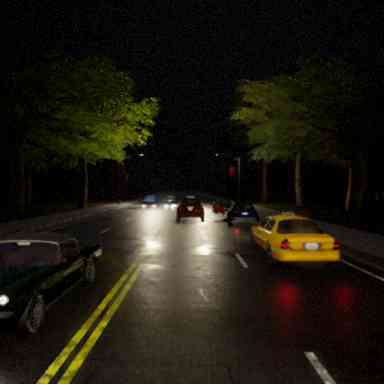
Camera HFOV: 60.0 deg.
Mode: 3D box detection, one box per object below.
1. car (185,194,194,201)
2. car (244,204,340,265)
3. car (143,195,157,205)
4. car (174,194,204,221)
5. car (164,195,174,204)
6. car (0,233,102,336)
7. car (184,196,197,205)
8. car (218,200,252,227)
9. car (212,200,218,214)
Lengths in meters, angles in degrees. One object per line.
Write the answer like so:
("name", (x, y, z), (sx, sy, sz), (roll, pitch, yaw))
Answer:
("car", (-0.575, 1.149, 73.928), (2.033, 1.411, 5.357), (0, 1, -1))
("car", (3.232, 1.432, 11.551), (1.801, 1.575, 5.366), (0, 0, 0))
("car", (-6.841, 1.260, 54.790), (1.882, 1.535, 5.008), (0, 0, 0))
("car", (-0.121, 1.279, 26.632), (2.097, 1.767, 4.553), (0, 0, 0))
("car", (-3.593, 1.267, 55.874), (2.128, 1.511, 4.902), (0, 0, 0))
("car", (-3.359, 1.588, 6.783), (1.895, 1.301, 4.718), (0, 0, 0))
("car", (-0.235, 1.332, 54.506), (2.033, 1.411, 5.357), (0, 0, 0))
("car", (3.190, 1.374, 22.372), (2.033, 1.649, 4.856), (0, 0, 0))
("car", (3.124, 1.467, 33.383), (1.994, 1.385, 4.181), (0, 0, 0))
